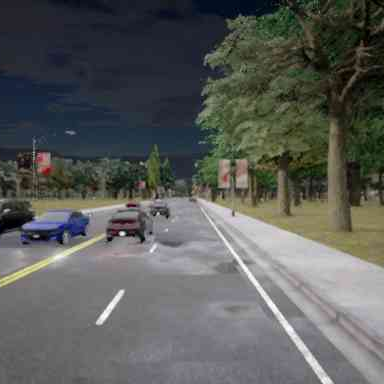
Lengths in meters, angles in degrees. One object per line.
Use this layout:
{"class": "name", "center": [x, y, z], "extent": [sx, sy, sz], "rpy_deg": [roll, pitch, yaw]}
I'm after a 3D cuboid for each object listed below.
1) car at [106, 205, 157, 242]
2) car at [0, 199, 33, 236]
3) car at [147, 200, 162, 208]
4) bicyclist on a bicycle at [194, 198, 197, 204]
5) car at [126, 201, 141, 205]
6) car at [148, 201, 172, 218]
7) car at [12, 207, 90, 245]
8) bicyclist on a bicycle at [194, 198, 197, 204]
{"class": "car", "center": [-3.155, 1.664, 17.479], "extent": [1.837, 1.490, 4.892], "rpy_deg": [0, -1, 0]}
{"class": "car", "center": [-9.855, 1.371, 16.578], "extent": [2.150, 2.045, 5.566], "rpy_deg": [0, 0, 0]}
{"class": "car", "center": [-6.558, 2.163, 58.613], "extent": [1.895, 1.301, 4.718], "rpy_deg": [0, -1, 1]}
{"class": "bicyclist on a bicycle", "center": [0.876, 2.188, 75.354], "extent": [0.582, 1.620, 1.656], "rpy_deg": [0, -1, 0]}
{"class": "car", "center": [-9.820, 2.136, 56.034], "extent": [1.895, 1.301, 4.718], "rpy_deg": [0, -1, 1]}
{"class": "car", "center": [-3.158, 1.819, 33.591], "extent": [1.837, 1.490, 4.892], "rpy_deg": [0, -1, 0]}
{"class": "car", "center": [-6.605, 1.629, 16.609], "extent": [1.882, 1.535, 5.008], "rpy_deg": [0, -1, 0]}
{"class": "bicyclist on a bicycle", "center": [0.868, 2.266, 84.351], "extent": [0.866, 1.612, 1.509], "rpy_deg": [0, -1, 0]}
